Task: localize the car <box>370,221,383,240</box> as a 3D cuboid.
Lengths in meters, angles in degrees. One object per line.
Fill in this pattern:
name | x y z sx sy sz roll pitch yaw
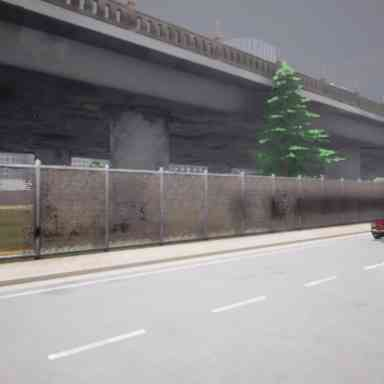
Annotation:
car | 10.828 1.720 16.617 4.718 1.301 1.895 0 -1 -37
